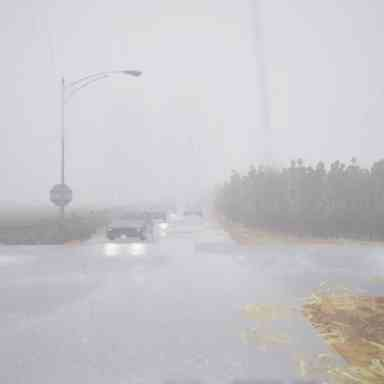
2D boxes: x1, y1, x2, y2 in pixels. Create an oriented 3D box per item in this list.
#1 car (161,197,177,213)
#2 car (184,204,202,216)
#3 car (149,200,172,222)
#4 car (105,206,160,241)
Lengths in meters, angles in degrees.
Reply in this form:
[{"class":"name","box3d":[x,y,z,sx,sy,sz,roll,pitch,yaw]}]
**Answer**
[{"class":"car","box3d":[-3.137,1.640,43.222,2.150,2.045,5.566,0,0,0]},{"class":"car","box3d":[0.118,1.986,37.184,1.895,1.301,4.718,0,0,0]},{"class":"car","box3d":[-3.181,1.805,30.239,1.882,1.535,5.008,0,-1,0]},{"class":"car","box3d":[-3.189,1.728,18.165,2.033,1.411,5.357,0,-1,0]}]
